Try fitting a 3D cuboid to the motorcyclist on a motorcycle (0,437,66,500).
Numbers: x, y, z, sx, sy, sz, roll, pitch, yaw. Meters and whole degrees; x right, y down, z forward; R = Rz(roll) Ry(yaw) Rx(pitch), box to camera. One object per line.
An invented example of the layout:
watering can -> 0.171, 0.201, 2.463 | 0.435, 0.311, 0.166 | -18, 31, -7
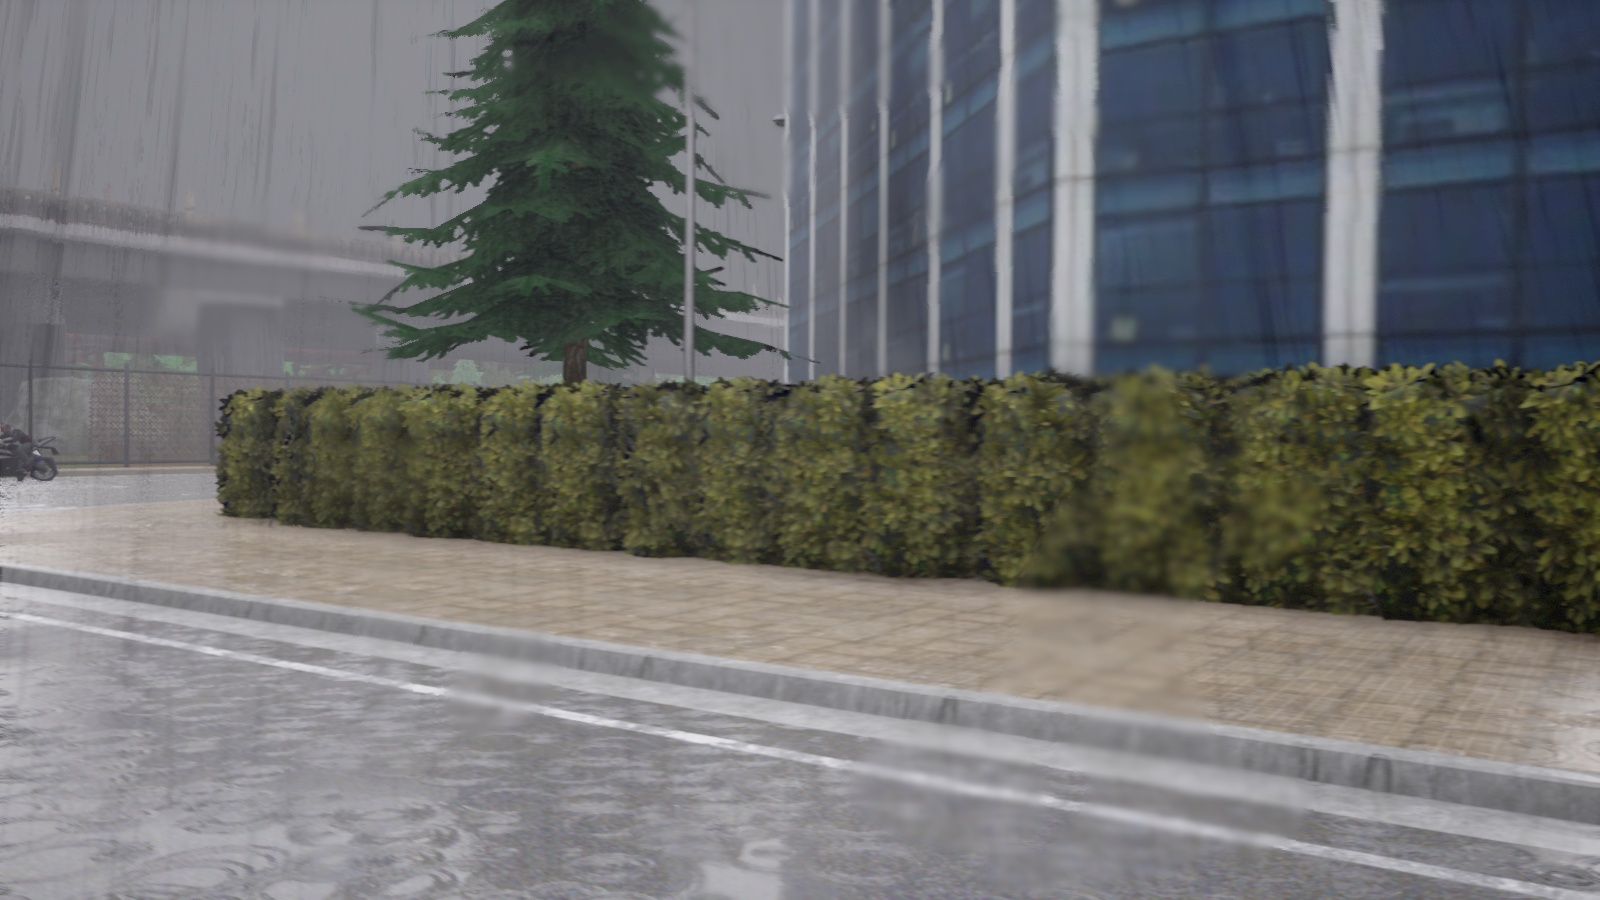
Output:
motorcyclist on a motorcycle -> -19.944, 0.458, 31.752 | 0.866, 1.530, 2.191 | 0, 1, 34
